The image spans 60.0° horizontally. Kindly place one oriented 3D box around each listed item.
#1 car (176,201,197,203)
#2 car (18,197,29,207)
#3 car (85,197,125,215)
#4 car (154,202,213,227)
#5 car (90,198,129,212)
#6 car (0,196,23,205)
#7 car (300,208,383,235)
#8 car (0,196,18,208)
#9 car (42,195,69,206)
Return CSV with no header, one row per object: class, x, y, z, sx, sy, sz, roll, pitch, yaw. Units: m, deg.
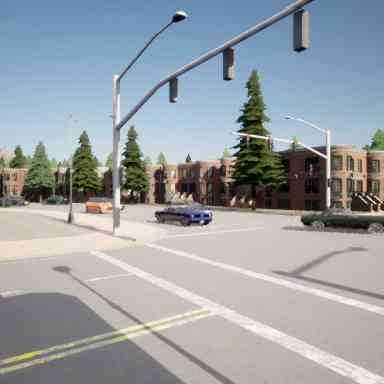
car,-0.351,1.492,28.309,2.128,1.511,4.902,0,0,-37
car,-27.092,1.493,50.619,4.902,1.511,2.128,0,0,18
car,-9.220,1.351,34.131,2.097,1.767,4.553,0,0,-41
car,-0.668,1.601,22.864,1.895,1.301,4.718,0,0,-36
car,-10.016,1.491,40.168,4.902,1.511,2.128,0,0,43
car,-32.908,1.492,58.970,4.902,1.511,2.128,0,0,9
car,8.752,1.601,18.904,4.718,1.301,1.895,0,0,31
car,-27.639,1.508,47.090,4.892,1.490,1.837,-1,0,19
car,-23.225,1.352,56.500,4.553,1.767,2.097,0,0,21
